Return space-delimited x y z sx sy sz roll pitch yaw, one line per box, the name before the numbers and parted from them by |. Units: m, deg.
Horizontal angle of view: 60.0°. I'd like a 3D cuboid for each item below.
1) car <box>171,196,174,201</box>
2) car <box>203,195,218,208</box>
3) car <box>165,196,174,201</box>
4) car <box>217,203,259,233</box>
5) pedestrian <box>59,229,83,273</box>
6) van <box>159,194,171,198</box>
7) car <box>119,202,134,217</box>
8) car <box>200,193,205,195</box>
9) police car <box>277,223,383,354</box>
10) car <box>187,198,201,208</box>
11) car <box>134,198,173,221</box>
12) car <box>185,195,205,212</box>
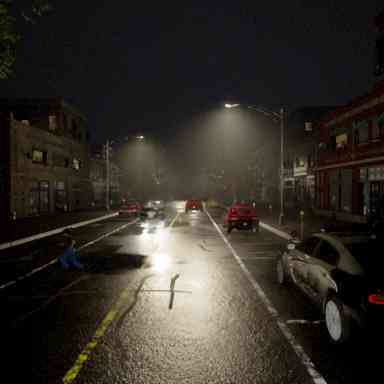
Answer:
car | -5.378 1.420 74.965 1.967 1.590 4.097 0 0 0
car | 2.887 1.513 47.380 1.752 1.417 4.829 -1 0 0
car | -5.354 1.560 80.509 1.802 1.307 4.206 0 0 0
car | 2.769 1.540 19.490 1.887 1.381 4.507 -1 0 0
pedestrian | -3.325 1.572 9.157 0.375 1.300 0.375 -1 1 -3
van | -5.426 1.324 63.877 1.690 1.788 3.998 0 0 0
car | -5.564 1.574 30.613 1.802 1.307 4.206 0 0 0
car | 2.980 1.526 69.386 1.887 1.381 4.507 -1 0 0
police car | 3.026 1.424 6.459 1.930 1.638 5.238 0 0 0
car | 0.283 1.552 47.996 1.994 1.385 4.181 0 0 0
car | -2.989 1.485 26.845 2.128 1.511 4.902 0 0 0
car | 0.247 1.468 37.782 1.882 1.535 5.008 0 0 1
